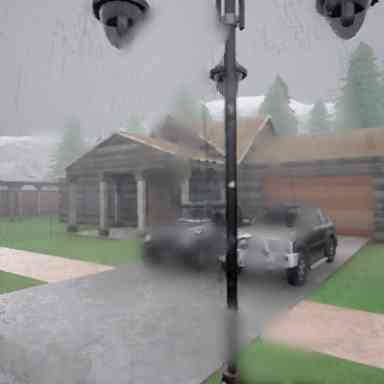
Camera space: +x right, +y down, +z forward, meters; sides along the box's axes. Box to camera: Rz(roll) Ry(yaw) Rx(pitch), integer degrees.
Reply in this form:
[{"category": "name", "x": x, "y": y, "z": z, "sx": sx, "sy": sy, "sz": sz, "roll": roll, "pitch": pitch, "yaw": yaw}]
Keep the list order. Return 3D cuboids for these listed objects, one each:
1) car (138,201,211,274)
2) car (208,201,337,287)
[{"category": "car", "x": 0.285, "y": 1.229, "z": 10.338, "sx": 1.905, "sy": 1.878, "sz": 3.866, "roll": -1, "pitch": 0, "yaw": 35}, {"category": "car", "x": 2.564, "y": 1.203, "z": 9.206, "sx": 1.932, "sy": 1.855, "sz": 4.605, "roll": -1, "pitch": 0, "yaw": 35}]
